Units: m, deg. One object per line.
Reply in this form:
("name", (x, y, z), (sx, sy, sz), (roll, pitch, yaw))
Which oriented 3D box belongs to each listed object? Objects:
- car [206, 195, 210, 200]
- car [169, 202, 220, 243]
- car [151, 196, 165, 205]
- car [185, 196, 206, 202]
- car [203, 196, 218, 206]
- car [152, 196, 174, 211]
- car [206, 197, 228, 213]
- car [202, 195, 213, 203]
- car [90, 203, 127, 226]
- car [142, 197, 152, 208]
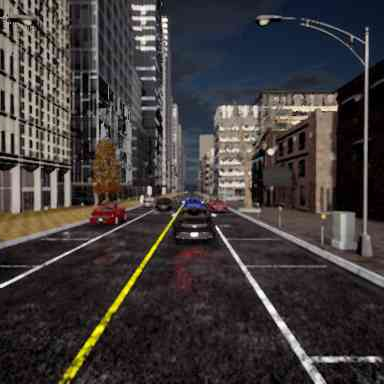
("car", (2.760, 1.420, 39.827), (1.887, 1.381, 4.507), (-1, 0, 0))
("car", (0.101, 1.454, 15.761), (1.837, 1.490, 4.892), (0, 0, 0))
("car", (-5.812, 1.369, 56.820), (1.887, 1.381, 4.507), (-1, 0, 0))
("car", (0.107, 1.375, 32.550), (1.882, 1.535, 5.008), (0, 0, 0))
("car", (2.826, 1.392, 51.115), (2.008, 1.369, 4.403), (-1, 0, 0))
("car", (-3.080, 1.358, 38.186), (1.882, 1.535, 5.008), (0, 0, 0))
("car", (2.725, 1.475, 34.183), (1.802, 1.307, 4.206), (-1, 0, 0))
("car", (2.829, 1.333, 62.574), (1.752, 1.417, 4.829), (-1, 0, 0))
("car", (-5.693, 1.473, 22.956), (1.887, 1.381, 4.507), (-1, 0, 0))
("car", (-5.789, 1.409, 45.531), (2.008, 1.369, 4.403), (-1, 0, 0))
